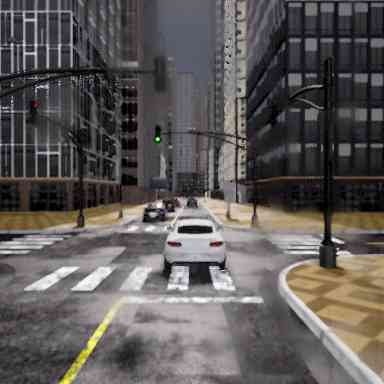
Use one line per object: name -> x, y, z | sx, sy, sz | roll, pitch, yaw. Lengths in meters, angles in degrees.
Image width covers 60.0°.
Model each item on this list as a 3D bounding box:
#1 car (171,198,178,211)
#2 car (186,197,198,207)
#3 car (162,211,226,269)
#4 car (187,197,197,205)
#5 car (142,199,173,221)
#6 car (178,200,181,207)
car -> -3.085, 1.731, 41.924 | 1.837, 1.490, 4.892 | 0, 0, 0
car -> 0.001, 1.832, 58.867 | 1.837, 1.490, 4.892 | 0, 0, 0
car -> 0.098, 1.604, 11.373 | 1.812, 1.442, 4.674 | 0, 0, 0
car -> 0.001, 1.858, 69.285 | 1.882, 1.535, 5.008 | 0, 0, 0
car -> -3.086, 1.640, 28.624 | 2.128, 1.511, 4.902 | 0, 0, 0
car -> -3.044, 1.842, 57.132 | 1.812, 1.442, 4.674 | 0, 0, 1
